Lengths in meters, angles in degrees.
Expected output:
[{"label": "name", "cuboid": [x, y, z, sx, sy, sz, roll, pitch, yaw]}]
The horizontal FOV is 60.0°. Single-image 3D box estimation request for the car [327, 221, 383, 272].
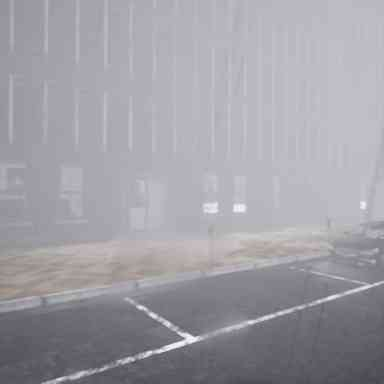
[{"label": "car", "cuboid": [6.270, 1.665, 11.031, 4.403, 1.369, 2.008, 1, 0, -35]}]
